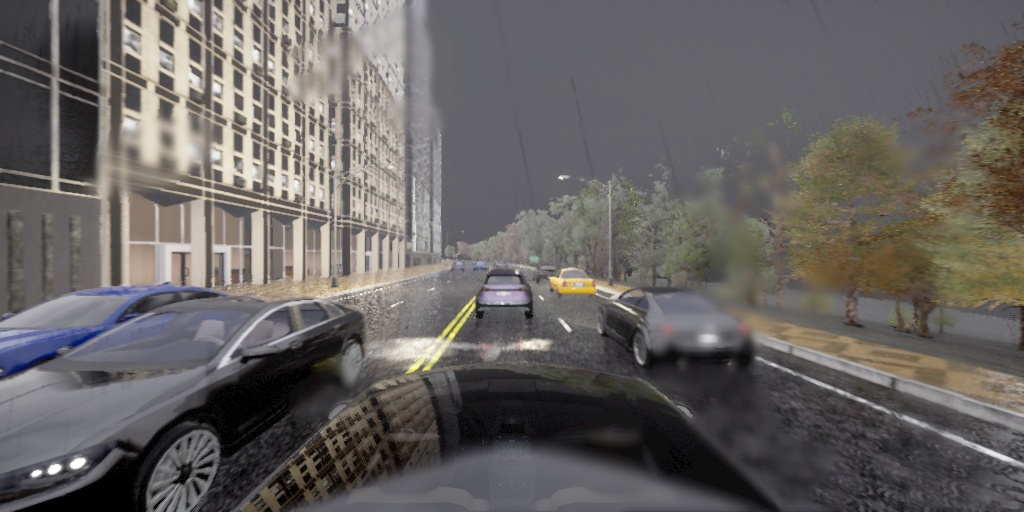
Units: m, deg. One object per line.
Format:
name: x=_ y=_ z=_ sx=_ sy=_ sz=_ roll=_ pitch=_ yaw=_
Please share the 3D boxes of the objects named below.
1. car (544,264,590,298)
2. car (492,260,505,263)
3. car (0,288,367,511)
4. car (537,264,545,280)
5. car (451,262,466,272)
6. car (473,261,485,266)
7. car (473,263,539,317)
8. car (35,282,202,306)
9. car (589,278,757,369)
car: x=3.072 y=1.308 z=19.152 sx=1.801 sy=1.575 sz=5.366 roll=0 pitch=0 yaw=-1
car: x=-1.877 y=1.573 z=61.413 sx=2.128 sy=1.511 sz=4.902 roll=0 pitch=0 yaw=-4
car: x=-3.370 y=1.259 z=4.190 sx=2.128 sy=1.511 sz=4.902 roll=0 pitch=0 yaw=0
car: x=2.798 y=1.418 z=30.015 sx=1.837 sy=1.490 sz=4.892 roll=0 pitch=0 yaw=-2
car: x=-7.985 y=1.574 z=53.377 sx=1.812 sy=1.442 sz=4.674 roll=0 pitch=0 yaw=-3
car: x=-4.703 y=1.518 z=52.692 sx=1.882 sy=1.535 sz=5.008 roll=0 pitch=-1 yaw=-3
car: x=-0.249 y=1.252 z=13.490 sx=2.033 sy=1.649 sz=4.856 roll=0 pitch=0 yaw=0
car: x=-6.629 y=1.258 z=6.066 sx=1.882 sy=1.535 sz=5.008 roll=0 pitch=0 yaw=0
car: x=3.226 y=1.349 z=7.905 sx=1.994 sy=1.385 sz=4.181 roll=0 pitch=0 yaw=0
